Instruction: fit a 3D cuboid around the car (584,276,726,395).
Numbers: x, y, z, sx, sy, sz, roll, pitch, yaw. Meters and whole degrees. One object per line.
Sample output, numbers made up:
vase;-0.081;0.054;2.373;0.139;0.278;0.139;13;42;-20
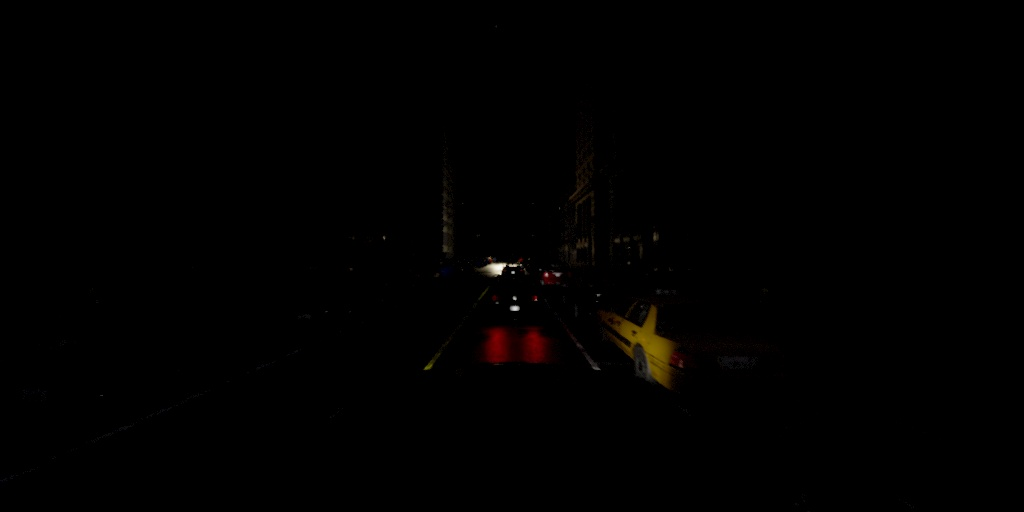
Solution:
car;2.760;1.274;6.702;1.751;1.417;4.829;0;0;0

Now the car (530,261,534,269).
car;2.751;1.309;29.077;1.948;1.339;4.313;0;0;0

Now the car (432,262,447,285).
car;-5.772;1.289;23.427;1.888;1.381;4.507;0;0;0

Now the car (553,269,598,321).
car;2.758;1.298;12.168;2.007;1.370;4.403;0;0;0

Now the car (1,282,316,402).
car;-5.765;1.314;6.517;1.948;1.339;4.313;0;0;0

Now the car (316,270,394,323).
car;-5.767;1.313;12.154;1.948;1.339;4.313;0;0;0

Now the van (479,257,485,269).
van;-5.787;1.077;57.247;1.690;1.789;3.998;0;0;0

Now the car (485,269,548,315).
car;0.094;1.348;13.447;1.895;1.301;4.718;0;0;0

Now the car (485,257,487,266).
car;-5.789;1.261;62.714;1.751;1.417;4.829;0;0;0

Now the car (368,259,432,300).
car;-5.770;1.060;17.790;2.192;1.841;5.009;0;0;0

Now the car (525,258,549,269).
car;2.748;1.056;34.714;2.192;1.841;5.009;0;0;0

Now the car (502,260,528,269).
car;0.088;1.306;31.436;1.994;1.385;4.181;0;0;0

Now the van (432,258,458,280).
van;-5.774;1.083;29.064;1.690;1.789;3.998;0;0;0

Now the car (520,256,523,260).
car;2.739;1.176;57.258;1.967;1.591;4.097;0;0;0

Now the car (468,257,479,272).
car;-5.782;1.178;45.974;1.967;1.591;4.097;0;0;0

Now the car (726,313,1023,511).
car;2.763;1.190;0.896;1.967;1.591;4.097;0;0;0

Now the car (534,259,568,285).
car;2.753;1.184;23.440;1.967;1.591;4.097;0;0;0

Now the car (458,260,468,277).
car;-5.777;1.181;34.701;1.967;1.591;4.097;0;0;0
